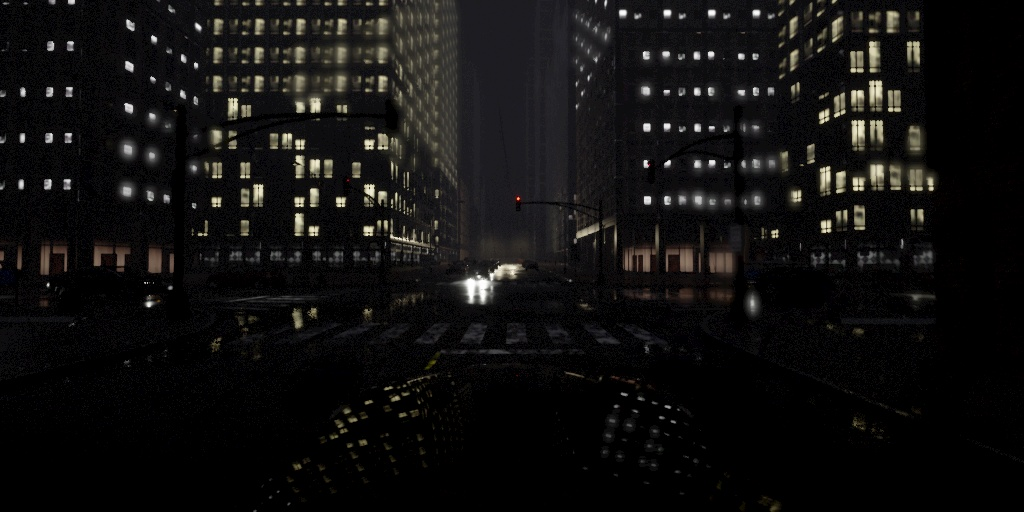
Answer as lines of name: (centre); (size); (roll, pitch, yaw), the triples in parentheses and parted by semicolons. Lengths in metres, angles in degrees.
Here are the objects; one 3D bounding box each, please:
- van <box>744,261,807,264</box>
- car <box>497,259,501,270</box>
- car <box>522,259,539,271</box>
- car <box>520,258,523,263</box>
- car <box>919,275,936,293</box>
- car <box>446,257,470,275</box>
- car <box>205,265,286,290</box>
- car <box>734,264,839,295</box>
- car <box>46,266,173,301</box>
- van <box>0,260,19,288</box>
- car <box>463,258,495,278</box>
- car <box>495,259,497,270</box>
van: (15.980, 1.208, 22.125); (3.998, 1.789, 1.690); (0, 0, 0)
car: (-3.101, 1.328, 53.527); (1.994, 1.385, 4.181); (0, 0, 0)
car: (2.687, 1.344, 48.846); (1.802, 1.307, 4.207); (0, 0, 0)
car: (2.687, 1.291, 60.172); (1.751, 1.417, 4.829); (0, 0, 0)
car: (25.270, 1.313, 19.527); (5.008, 1.535, 1.882); (0, -1, 0)
car: (-5.693, 1.199, 37.634); (1.967, 1.591, 4.097); (0, 0, 0)
car: (-16.494, 1.253, 22.196); (4.097, 1.591, 1.967); (0, 0, 0)
car: (14.872, 1.319, 19.553); (4.892, 1.490, 1.837); (0, -1, 0)
car: (-18.088, 1.189, 16.425); (4.902, 1.511, 2.128); (0, -1, 0)
van: (-33.440, 1.130, 22.233); (3.998, 1.789, 1.690); (0, 0, 0)
car: (-3.100, 1.250, 34.333); (2.128, 1.511, 4.902); (0, 0, 0)
car: (-3.096, 1.287, 43.554); (1.812, 1.442, 4.674); (0, 0, 0)
